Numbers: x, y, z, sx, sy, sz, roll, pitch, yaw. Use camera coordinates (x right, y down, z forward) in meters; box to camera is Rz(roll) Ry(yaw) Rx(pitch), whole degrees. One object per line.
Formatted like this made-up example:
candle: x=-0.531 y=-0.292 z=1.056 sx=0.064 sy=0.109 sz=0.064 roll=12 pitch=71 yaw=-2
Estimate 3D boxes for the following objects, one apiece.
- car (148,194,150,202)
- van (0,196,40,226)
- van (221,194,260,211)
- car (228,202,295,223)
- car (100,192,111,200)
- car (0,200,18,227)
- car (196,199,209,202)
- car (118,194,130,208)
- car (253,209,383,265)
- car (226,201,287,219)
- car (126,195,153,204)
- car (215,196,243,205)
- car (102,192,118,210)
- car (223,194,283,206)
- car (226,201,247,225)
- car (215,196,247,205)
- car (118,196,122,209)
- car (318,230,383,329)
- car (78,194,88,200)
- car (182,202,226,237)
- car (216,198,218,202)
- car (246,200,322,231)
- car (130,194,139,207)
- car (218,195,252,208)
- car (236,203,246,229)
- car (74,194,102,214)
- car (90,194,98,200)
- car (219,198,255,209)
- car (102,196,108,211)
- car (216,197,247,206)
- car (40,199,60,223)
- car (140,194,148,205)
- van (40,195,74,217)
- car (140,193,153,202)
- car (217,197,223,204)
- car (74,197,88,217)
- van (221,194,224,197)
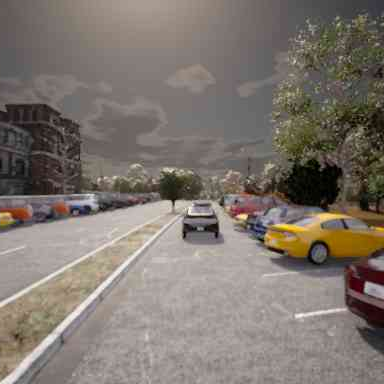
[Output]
car: x=-11.065 y=1.617 z=64.030 sx=4.674 sy=1.452 sz=2.002 roll=-1 pitch=0 yaw=-17
van: x=-12.786 y=1.279 z=21.981 sx=4.442 sy=1.987 sz=1.878 roll=-1 pitch=0 yaw=-18
van: x=6.015 y=1.323 z=41.251 sx=4.442 sy=1.987 sz=1.878 roll=1 pitch=0 yaw=-18
car: x=5.477 y=1.556 z=26.406 sx=4.792 sy=1.488 sz=2.163 roll=1 pitch=0 yaw=-18
car: x=-22.760 y=1.040 z=87.159 sx=2.435 sy=2.045 sz=5.566 roll=1 pitch=-1 yaw=-17
car: x=-13.183 y=1.500 z=18.867 sx=5.366 sy=1.575 sz=1.946 roll=-1 pitch=0 yaw=-18
car: x=1.146 y=1.563 z=35.386 sx=1.837 sy=1.490 sz=4.892 roll=0 pitch=0 yaw=2
car: x=-11.857 y=1.297 z=45.993 sx=5.566 sy=2.045 sz=2.435 roll=-1 pitch=0 yaw=-18
car: x=4.980 y=1.505 z=11.578 sx=5.008 sy=1.535 sz=2.097 roll=1 pitch=0 yaw=-18
car: x=5.654 y=1.561 z=29.404 sx=4.792 sy=1.488 sz=2.163 roll=1 pitch=0 yaw=-18
car: x=-10.961 y=1.563 z=70.006 sx=5.366 sy=1.575 sz=1.946 roll=-1 pitch=0 yaw=-17
car: x=7.063 y=1.586 z=63.351 sx=4.892 sy=1.521 sz=2.231 roll=1 pitch=0 yaw=-18
car: x=-12.163 y=1.287 z=39.960 sx=5.566 sy=2.045 sz=2.435 roll=-1 pitch=0 yaw=-18
car: x=5.411 y=1.271 z=23.458 sx=5.566 sy=2.045 sz=2.435 roll=1 pitch=0 yaw=-18
car: x=5.093 y=1.512 z=20.415 sx=5.366 sy=1.575 sz=1.946 roll=1 pitch=0 yaw=-18
car: x=7.097 y=1.579 z=60.022 sx=5.366 sy=1.575 sz=1.946 roll=1 pitch=0 yaw=-17
car: x=-11.979 y=1.572 z=42.987 sx=4.792 sy=1.488 sz=2.163 roll=-1 pitch=0 yaw=-18
car: x=4.904 y=1.526 z=5.667 sx=4.792 sy=1.488 sz=2.163 roll=1 pitch=0 yaw=-19
car: x=-28.684 y=1.298 z=87.506 sx=2.231 sy=1.521 sz=4.892 roll=0 pitch=-1 yaw=-17
car: x=0.478 y=1.522 z=18.138 sx=2.128 sy=1.511 sz=4.902 roll=0 pitch=0 yaw=2
car: x=6.279 y=1.304 z=44.273 sx=5.566 sy=2.045 sz=2.435 roll=1 pitch=0 yaw=-18
car: x=5.042 y=1.383 z=14.534 sx=4.553 sy=1.767 sz=2.185 roll=1 pitch=0 yaw=-18
car: x=-11.597 y=1.307 z=52.002 sx=5.566 sy=2.045 sz=2.435 roll=-1 pitch=0 yaw=-18
car: x=6.471 y=1.438 z=50.204 sx=4.553 sy=1.767 sz=2.185 roll=1 pitch=0 yaw=-18
car: x=5.157 y=1.514 z=17.509 sx=4.892 sy=1.521 sz=2.231 roll=1 pitch=0 yaw=-18
car: x=-12.419 y=1.277 z=33.957 sx=5.566 sy=2.045 sz=2.435 roll=-1 pitch=0 yaw=-18
car: x=-25.730 y=1.334 z=87.344 sx=2.002 sy=1.452 sz=4.674 roll=1 pitch=-1 yaw=-17
car: x=6.377 y=1.600 z=47.233 sx=4.674 sy=1.452 sz=2.002 roll=1 pitch=0 yaw=-18
car: x=-12.266 y=1.533 z=36.972 sx=5.008 sy=1.535 sz=2.097 roll=-1 pitch=0 yaw=-18
car: x=6.749 y=1.603 z=56.558 sx=4.792 sy=1.488 sz=2.163 roll=1 pitch=0 yaw=-18
car: x=-12.799 y=1.542 z=24.940 sx=4.792 sy=1.488 sz=2.163 roll=-1 pitch=0 yaw=-18
car: x=-11.210 y=1.575 z=61.008 sx=5.008 sy=1.535 sz=2.097 roll=-1 pitch=0 yaw=-17
van: x=-12.540 y=1.290 z=28.001 sx=4.442 sy=1.987 sz=1.878 roll=-1 pitch=0 yaw=-18
car: x=-10.952 y=1.322 z=67.029 sx=5.566 sy=2.045 sz=2.435 roll=-1 pitch=0 yaw=-17
car: x=5.574 y=1.531 z=32.307 sx=5.366 sy=1.575 sz=1.946 roll=1 pitch=0 yaw=-18
car: x=-12.522 y=1.522 z=30.966 sx=5.008 sy=1.535 sz=2.097 roll=-1 pitch=0 yaw=-18
van: x=5.769 y=1.313 z=35.300 sx=4.442 sy=1.987 sz=1.878 roll=1 pitch=0 yaw=-18
